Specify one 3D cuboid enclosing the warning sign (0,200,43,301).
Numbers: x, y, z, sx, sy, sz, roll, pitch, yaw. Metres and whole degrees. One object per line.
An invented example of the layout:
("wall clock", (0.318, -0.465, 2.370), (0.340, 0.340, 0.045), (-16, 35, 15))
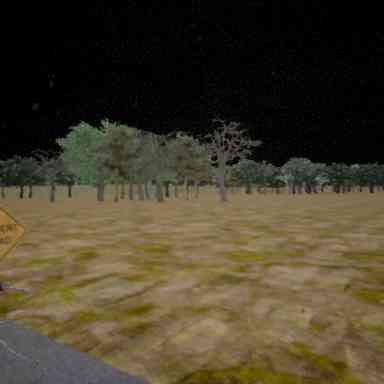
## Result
("warning sign", (-3.949, 1.122, 6.727), (1.060, 1.860, 1.300), (-1, 0, 35))
